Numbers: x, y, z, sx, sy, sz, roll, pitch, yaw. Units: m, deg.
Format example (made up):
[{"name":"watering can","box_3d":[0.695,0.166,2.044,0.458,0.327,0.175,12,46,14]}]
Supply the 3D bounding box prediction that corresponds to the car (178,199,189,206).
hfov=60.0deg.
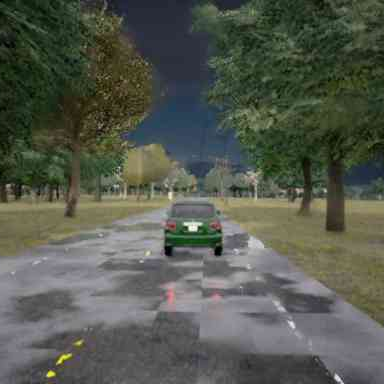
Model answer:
[{"name":"car","box_3d":[-1.726,2.274,71.851,2.128,1.511,4.902,0,-1,2]}]

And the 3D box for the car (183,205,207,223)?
[{"name":"car","box_3d":[0.314,1.891,29.077,1.895,1.301,4.718,0,-1,1]}]

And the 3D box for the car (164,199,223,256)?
[{"name":"car","box_3d":[0.066,1.353,13.991,2.150,2.045,5.566,0,0,1]}]
